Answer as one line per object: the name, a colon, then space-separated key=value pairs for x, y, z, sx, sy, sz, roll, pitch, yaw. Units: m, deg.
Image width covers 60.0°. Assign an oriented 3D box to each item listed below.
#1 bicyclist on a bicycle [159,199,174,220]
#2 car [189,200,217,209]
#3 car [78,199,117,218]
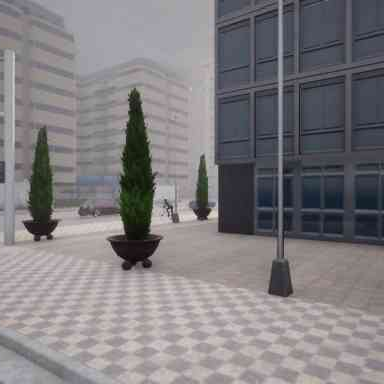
bicyclist on a bicycle: x=-1.935 y=1.356 z=25.837 sx=1.656 sy=1.620 sz=0.582 roll=0 pitch=0 yaw=35
car: x=1.558 y=1.533 z=45.140 sx=1.882 sy=1.535 sz=5.008 roll=0 pitch=0 yaw=35
car: x=-8.278 y=1.408 z=31.252 sx=2.097 sy=1.767 sz=4.553 roll=0 pitch=0 yaw=36
